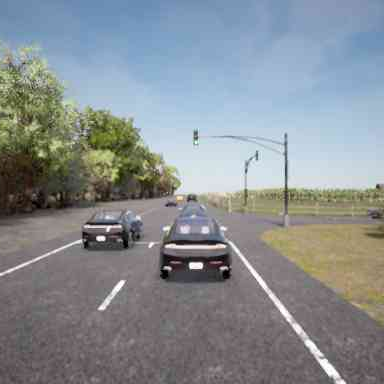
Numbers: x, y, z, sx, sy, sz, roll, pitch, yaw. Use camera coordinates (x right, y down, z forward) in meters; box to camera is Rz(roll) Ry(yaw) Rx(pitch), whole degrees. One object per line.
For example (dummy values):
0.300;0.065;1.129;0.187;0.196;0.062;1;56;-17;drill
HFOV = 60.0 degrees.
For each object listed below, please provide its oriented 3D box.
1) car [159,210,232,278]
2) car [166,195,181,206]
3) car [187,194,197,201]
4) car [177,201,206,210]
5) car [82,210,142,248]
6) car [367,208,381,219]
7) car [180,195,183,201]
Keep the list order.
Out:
0.096;1.518;10.200;2.128;1.511;4.902;0;0;0;car
-3.413;1.683;56.672;2.033;1.411;5.357;0;0;0;car
-0.017;1.411;80.178;2.150;2.045;5.566;0;0;0;car
0.094;1.627;24.673;1.994;1.385;4.181;0;0;0;car
-3.403;1.530;14.853;2.128;1.511;4.902;0;0;0;car
19.307;1.847;31.674;4.892;1.490;1.837;1;-1;0;car
-3.520;1.688;92.468;1.882;1.535;5.008;0;0;0;car
